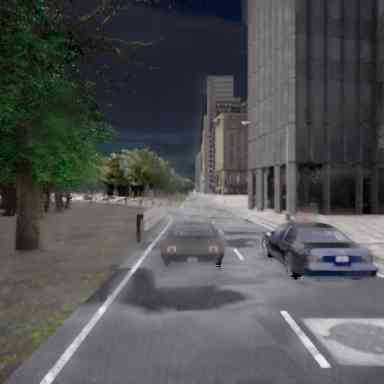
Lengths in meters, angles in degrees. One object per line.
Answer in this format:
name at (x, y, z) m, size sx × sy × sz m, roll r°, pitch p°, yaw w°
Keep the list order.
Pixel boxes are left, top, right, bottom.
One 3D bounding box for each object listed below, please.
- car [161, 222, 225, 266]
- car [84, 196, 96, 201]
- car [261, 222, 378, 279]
car at (0.038, 1.697, 11.829) m, size 1.895 × 1.301 × 4.718 m, roll 0°, pitch 0°, yaw 1°
car at (-26.879, 1.723, 88.337) m, size 4.892 × 1.490 × 1.837 m, roll 1°, pitch 1°, yaw 44°
car at (3.523, 1.632, 10.279) m, size 2.033 × 1.411 × 5.357 m, roll 0°, pitch 0°, yaw 0°
